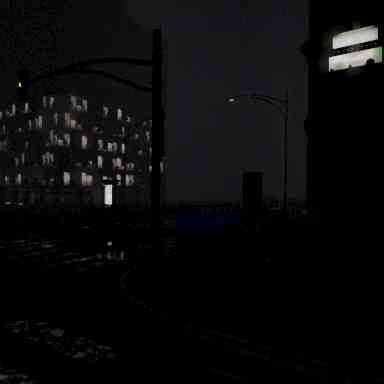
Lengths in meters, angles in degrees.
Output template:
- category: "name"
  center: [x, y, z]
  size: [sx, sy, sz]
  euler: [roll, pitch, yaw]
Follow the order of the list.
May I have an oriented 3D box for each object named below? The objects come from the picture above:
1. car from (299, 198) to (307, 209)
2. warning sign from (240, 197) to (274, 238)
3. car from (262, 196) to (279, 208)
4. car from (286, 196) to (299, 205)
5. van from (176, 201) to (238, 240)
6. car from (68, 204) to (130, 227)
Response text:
- category: "car"
  center: [15.640, 1.442, 42.313]
  size: [1.837, 1.490, 4.892]
  euler: [1, 1, 36]
- category: "warning sign"
  center: [3.157, 1.177, 16.096]
  size: [1.300, 1.860, 1.060]
  euler: [1, 1, 35]
- category: "car"
  center: [10.083, 1.293, 44.390]
  size: [1.967, 1.590, 4.097]
  euler: [1, 1, 35]
- category: "car"
  center: [16.400, 1.364, 53.269]
  size: [1.752, 1.417, 4.829]
  euler: [1, 1, 35]
- category: "van"
  center: [0.876, 1.368, 16.991]
  size: [1.690, 1.788, 3.998]
  euler: [1, 1, 35]
- category: "car"
  center: [-5.955, 1.467, 21.853]
  size: [1.947, 1.339, 4.313]
  euler: [1, 1, 35]
